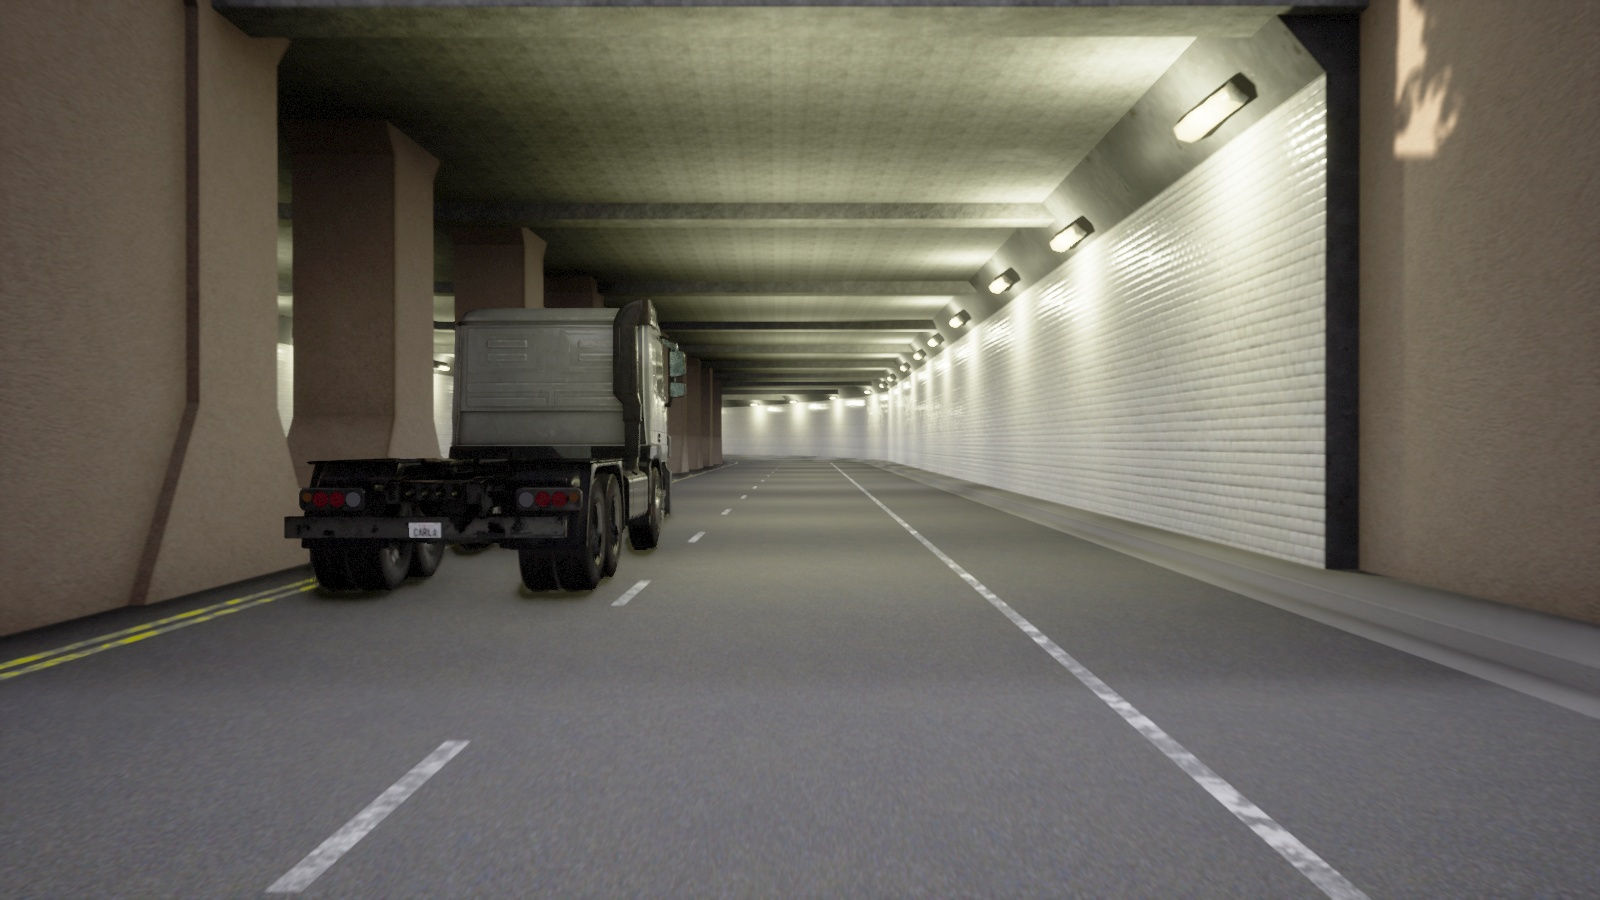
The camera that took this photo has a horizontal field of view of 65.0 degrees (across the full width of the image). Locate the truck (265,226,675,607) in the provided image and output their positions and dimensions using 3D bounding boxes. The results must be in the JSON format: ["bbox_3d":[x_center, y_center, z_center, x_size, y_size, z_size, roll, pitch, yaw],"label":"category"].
[{"bbox_3d":[-3.398,-0.325,15.396,2.891,3.462,7.936,0,0,0],"label":"truck"}]
